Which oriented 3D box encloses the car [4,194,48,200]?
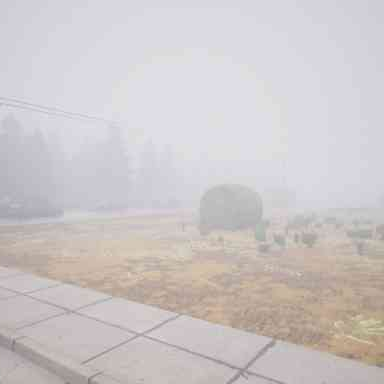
[{"bbox_3d":[-15.476,1.248,29.693,2.150,2.045,5.566,0,0,36],"label":"car"}]

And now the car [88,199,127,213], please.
[{"bbox_3d":[-9.526,1.552,37.740,1.812,1.442,4.674,0,0,37],"label":"car"}]

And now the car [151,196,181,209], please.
[{"bbox_3d":[-3.559,1.379,45.816,2.097,1.767,4.553,0,0,37],"label":"car"}]

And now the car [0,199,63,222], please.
[{"bbox_3d":[-12.820,1.552,26.988,1.812,1.442,4.674,0,0,36],"label":"car"}]
